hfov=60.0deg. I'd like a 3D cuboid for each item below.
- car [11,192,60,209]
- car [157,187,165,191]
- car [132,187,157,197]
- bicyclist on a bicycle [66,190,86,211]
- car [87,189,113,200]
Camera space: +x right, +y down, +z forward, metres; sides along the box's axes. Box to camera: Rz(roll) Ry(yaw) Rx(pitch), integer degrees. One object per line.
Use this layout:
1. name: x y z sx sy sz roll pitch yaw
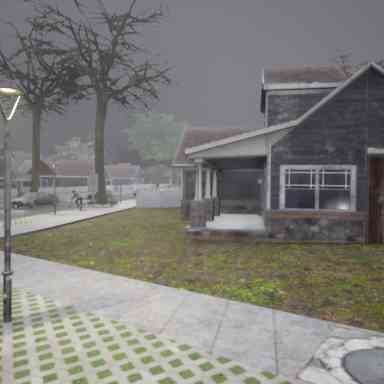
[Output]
1. car: -14.215 0.711 30.344 2.033 1.411 5.357 1 2 10
2. car: -5.708 -0.284 60.964 1.895 1.301 4.718 1 2 10
3. car: -7.454 0.043 51.112 1.895 1.301 4.718 1 2 11
4. bicyclist on a bicycle: -9.059 0.696 25.922 1.656 1.620 0.582 1 2 10
5. car: -11.863 0.259 43.026 1.994 1.385 4.181 1 2 12
